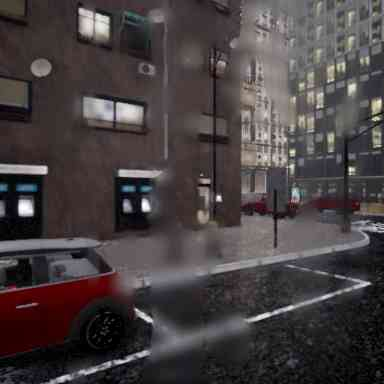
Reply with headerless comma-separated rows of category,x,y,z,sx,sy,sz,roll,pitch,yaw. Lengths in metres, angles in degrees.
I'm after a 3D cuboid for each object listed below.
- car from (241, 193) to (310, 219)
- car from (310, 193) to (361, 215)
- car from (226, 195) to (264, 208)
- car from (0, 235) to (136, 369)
car,5.957,1.011,25.368,2.192,1.841,5.009,2,0,-36
car,12.703,1.031,30.338,2.192,1.841,5.009,1,0,-36
car,6.183,1.074,39.319,1.947,1.339,4.313,1,0,-36
car,-2.935,1.440,4.464,4.097,1.590,1.967,0,0,-35
